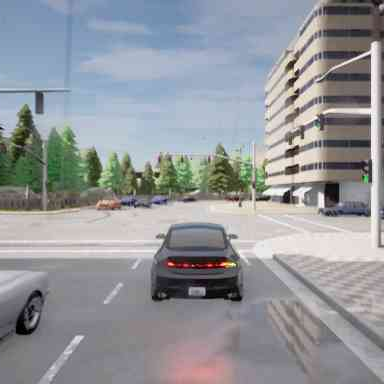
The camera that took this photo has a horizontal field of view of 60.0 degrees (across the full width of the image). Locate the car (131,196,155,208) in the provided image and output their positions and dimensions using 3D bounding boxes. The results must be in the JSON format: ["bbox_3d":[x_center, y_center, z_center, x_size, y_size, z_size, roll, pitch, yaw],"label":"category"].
[{"bbox_3d":[-6.739,1.541,46.042,1.994,1.385,4.181,0,0,0],"label":"car"}]

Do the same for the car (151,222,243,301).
[{"bbox_3d":[0.117,1.501,8.282,1.837,1.490,4.892,0,0,1],"label":"car"}]

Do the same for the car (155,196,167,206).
[{"bbox_3d":[-5.630,1.449,55.848,1.882,1.535,5.008,0,0,14],"label":"car"}]

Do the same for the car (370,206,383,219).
[{"bbox_3d":[17.703,1.567,27.439,4.674,1.442,1.812,0,0,0],"label":"car"}]

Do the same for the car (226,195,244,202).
[{"bbox_3d":[9.726,1.440,74.998,5.008,1.535,1.882,0,0,-41],"label":"car"}]

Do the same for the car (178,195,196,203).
[{"bbox_3d":[-0.982,1.444,67.663,1.882,1.535,5.008,0,0,31],"label":"car"}]

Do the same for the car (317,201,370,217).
[{"bbox_3d":[14.607,1.587,30.949,5.357,1.411,2.033,0,0,0],"label":"car"}]

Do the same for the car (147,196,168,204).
[{"bbox_3d":[-6.531,1.474,64.273,1.837,1.490,4.892,0,0,24],"label":"car"}]

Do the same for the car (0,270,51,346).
[{"bbox_3d":[-3.426,1.599,3.762,1.895,1.301,4.718,0,0,0],"label":"car"}]

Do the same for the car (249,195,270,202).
[{"bbox_3d":[15.199,1.558,74.726,4.718,1.301,1.895,0,0,-33],"label":"car"}]

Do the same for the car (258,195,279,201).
[{"bbox_3d":[18.524,1.460,80.512,4.892,1.490,1.837,0,0,-22],"label":"car"}]

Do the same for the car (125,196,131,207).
[{"bbox_3d":[-9.864,1.452,51.029,1.882,1.535,5.008,0,0,7],"label":"car"}]

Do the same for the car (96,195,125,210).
[{"bbox_3d":[-10.396,1.331,41.818,2.097,1.767,4.553,0,0,2],"label":"car"}]
